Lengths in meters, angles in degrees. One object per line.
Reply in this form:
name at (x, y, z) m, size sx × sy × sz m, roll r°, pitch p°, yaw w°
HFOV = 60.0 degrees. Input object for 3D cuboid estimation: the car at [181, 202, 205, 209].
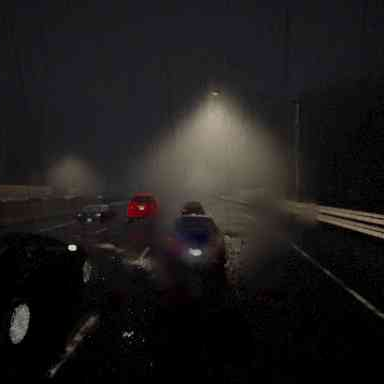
car at (0.102, 1.518, 27.247) m, size 1.812 × 1.442 × 4.674 m, roll 0°, pitch 0°, yaw 0°

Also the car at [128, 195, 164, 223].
car at (-3.398, 1.213, 25.181) m, size 2.150 × 2.045 × 5.566 m, roll 0°, pitch 0°, yaw 0°

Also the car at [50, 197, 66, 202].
car at (-24.502, 1.572, 61.297) m, size 1.994 × 1.385 × 4.181 m, roll 0°, pitch 0°, yaw 0°

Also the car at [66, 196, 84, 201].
car at (-21.005, 1.518, 61.398) m, size 1.837 × 1.490 × 4.892 m, roll 0°, pitch 0°, yaw 0°

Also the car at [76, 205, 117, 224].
car at (-6.899, 1.592, 24.594) m, size 1.895 × 1.301 × 4.718 m, roll 0°, pitch 0°, yaw 0°

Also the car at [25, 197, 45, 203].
car at (-28.010, 1.568, 59.548) m, size 1.994 × 1.385 × 4.181 m, roll 0°, pitch 0°, yaw 1°

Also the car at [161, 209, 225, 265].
car at (0.100, 1.519, 11.545) m, size 1.812 × 1.442 × 4.674 m, roll 0°, pitch 0°, yaw 0°

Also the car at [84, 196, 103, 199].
car at (-17.515, 1.510, 61.028) m, size 2.128 × 1.511 × 4.902 m, roll 0°, pitch 0°, yaw 1°

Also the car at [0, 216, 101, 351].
car at (-3.402, 1.473, 6.202) m, size 1.882 × 1.535 × 5.008 m, roll 0°, pitch 0°, yaw 0°
